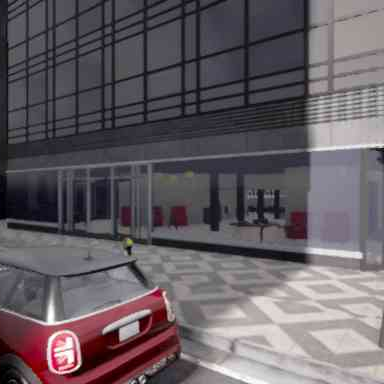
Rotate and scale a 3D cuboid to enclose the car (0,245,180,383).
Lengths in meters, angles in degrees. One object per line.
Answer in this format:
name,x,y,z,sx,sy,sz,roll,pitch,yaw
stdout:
car,-2.224,1.458,4.546,4.097,1.590,1.967,0,0,35
